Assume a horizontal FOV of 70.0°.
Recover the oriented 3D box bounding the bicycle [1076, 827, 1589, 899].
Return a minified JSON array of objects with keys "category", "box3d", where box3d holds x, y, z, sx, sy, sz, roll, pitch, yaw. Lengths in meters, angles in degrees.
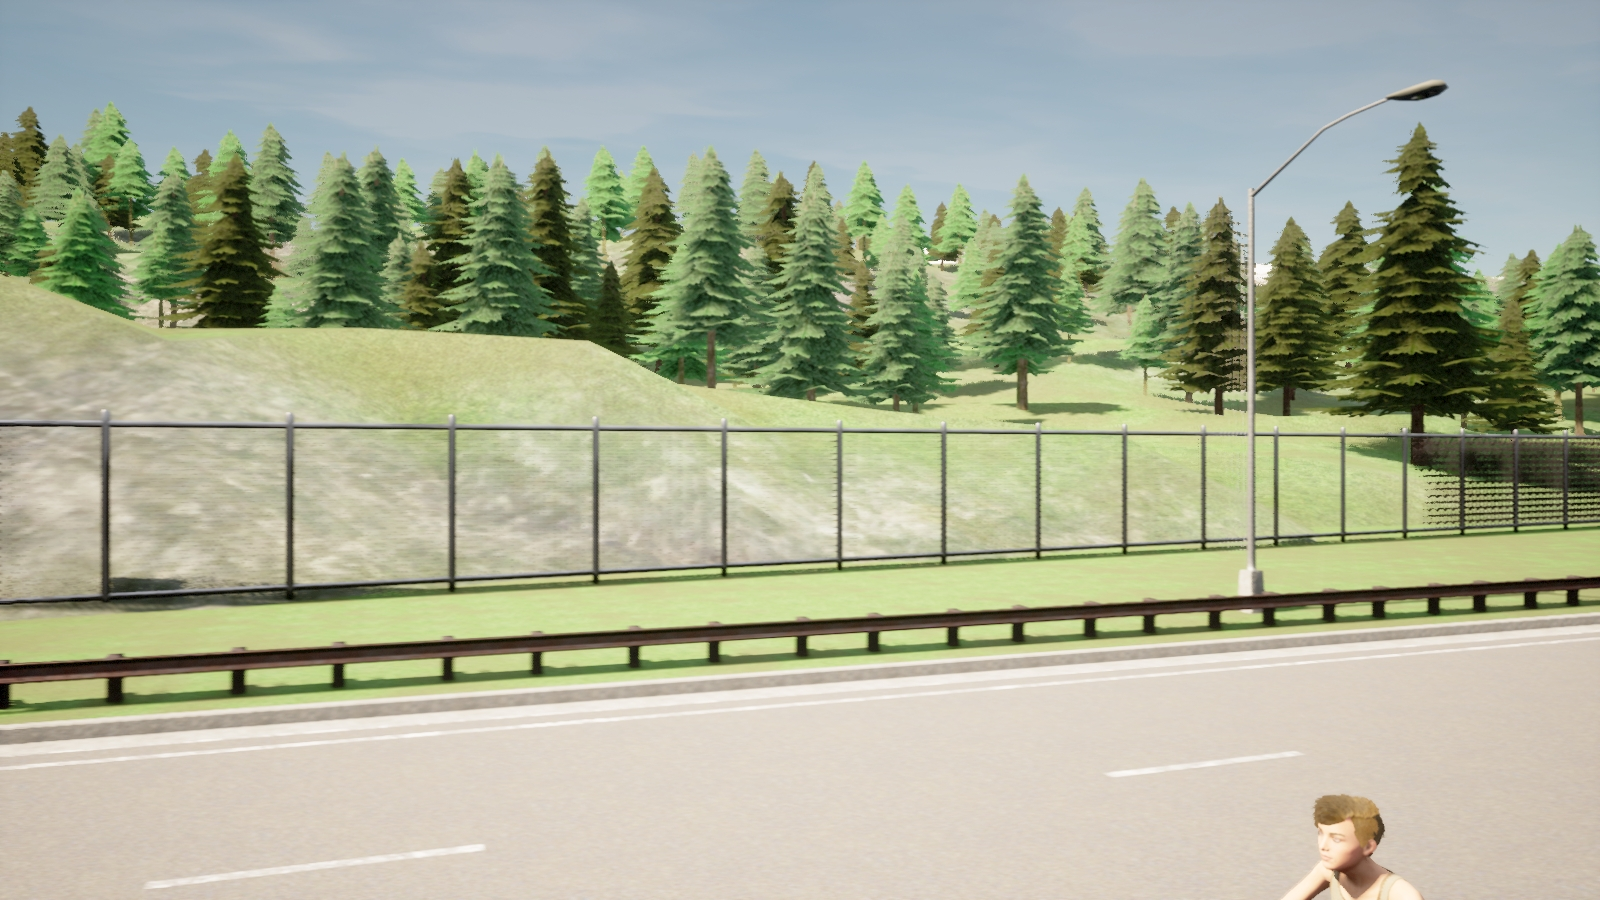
[{"category":"bicycle","box3d":[1.838,2.158,3.954,1.487,1.277,0.859,0,0,-20]}]
